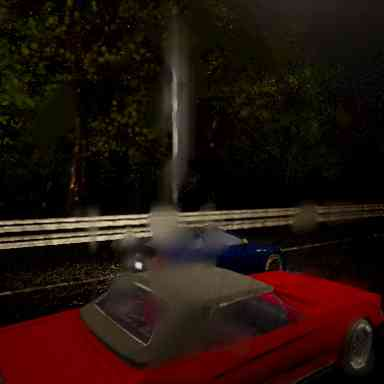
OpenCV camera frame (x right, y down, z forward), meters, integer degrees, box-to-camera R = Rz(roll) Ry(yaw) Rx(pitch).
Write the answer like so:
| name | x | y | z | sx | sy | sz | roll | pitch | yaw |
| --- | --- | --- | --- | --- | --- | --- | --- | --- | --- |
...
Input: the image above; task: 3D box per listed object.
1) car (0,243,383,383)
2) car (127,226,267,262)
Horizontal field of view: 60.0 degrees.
| name | x | y | z | sx | sy | sz | roll | pitch | yaw |
| --- | --- | --- | --- | --- | --- | --- | --- | --- | --- |
| car | 0.348 | 1.602 | 4.008 | 4.718 | 1.301 | 1.895 | 0 | 0 | -36 |
| car | 0.459 | 1.566 | 8.399 | 4.181 | 1.385 | 1.994 | 0 | 0 | -36 |
